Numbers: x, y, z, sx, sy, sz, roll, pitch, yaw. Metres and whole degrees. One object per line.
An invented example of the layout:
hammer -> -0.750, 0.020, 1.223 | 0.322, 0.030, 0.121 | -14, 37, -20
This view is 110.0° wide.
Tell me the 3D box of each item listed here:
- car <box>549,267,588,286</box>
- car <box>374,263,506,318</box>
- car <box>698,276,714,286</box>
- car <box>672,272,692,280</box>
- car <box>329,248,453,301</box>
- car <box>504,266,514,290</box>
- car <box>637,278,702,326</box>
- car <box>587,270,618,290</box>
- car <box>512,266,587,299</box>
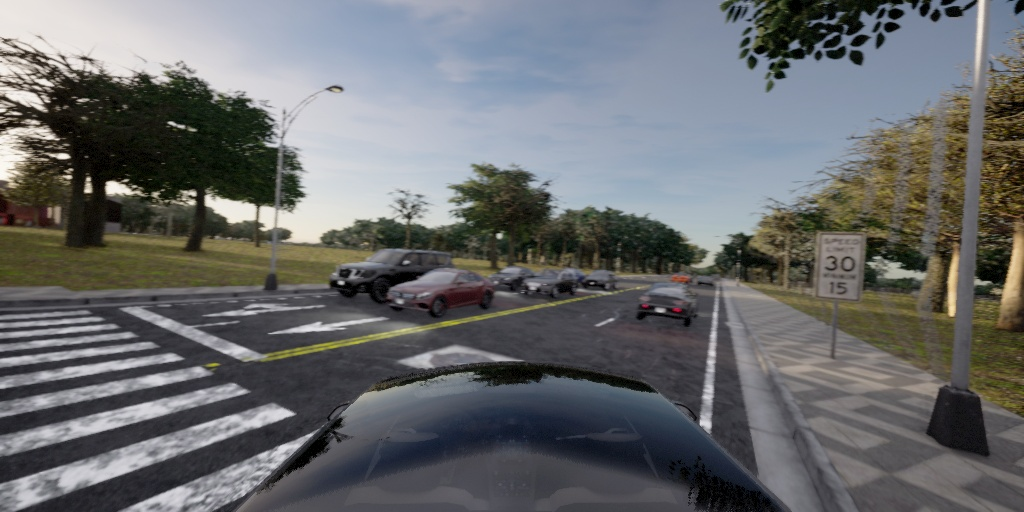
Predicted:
car -> 5.149, 1.808, 32.061 | 1.812, 1.442, 4.674 | 4, 0, 30
car -> -2.264, 1.168, 12.714 | 1.812, 1.442, 4.674 | 4, 0, 27
car -> 28.425, 3.662, 52.634 | 1.994, 1.385, 4.181 | 4, 0, 30
car -> 24.941, 3.200, 53.047 | 2.097, 1.767, 4.553 | 4, 0, 30
car -> -4.646, 0.705, 15.073 | 2.150, 2.045, 5.566 | 4, 0, 30
car -> 0.213, 1.404, 23.524 | 1.812, 1.442, 4.674 | 4, 0, 30
car -> 6.285, 1.787, 14.290 | 1.812, 1.442, 4.674 | 4, 0, 31
car -> 7.323, 1.927, 29.335 | 1.837, 1.490, 4.892 | 4, 0, 30
car -> 2.320, 1.505, 20.680 | 2.128, 1.511, 4.902 | 4, 0, 30
